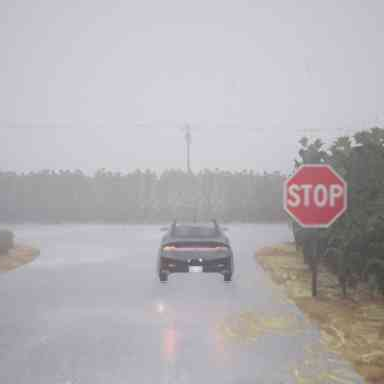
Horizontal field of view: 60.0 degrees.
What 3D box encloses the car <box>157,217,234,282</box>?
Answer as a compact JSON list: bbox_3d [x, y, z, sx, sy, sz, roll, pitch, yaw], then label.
[{"bbox_3d":[0.078,1.487,9.742,2.128,1.511,4.902,0,0,0],"label":"car"}]
